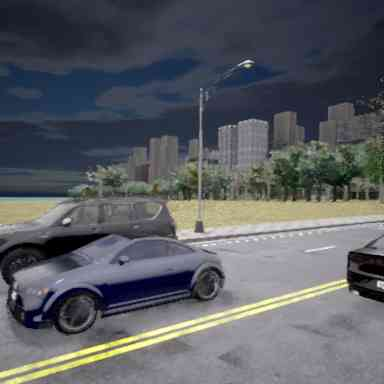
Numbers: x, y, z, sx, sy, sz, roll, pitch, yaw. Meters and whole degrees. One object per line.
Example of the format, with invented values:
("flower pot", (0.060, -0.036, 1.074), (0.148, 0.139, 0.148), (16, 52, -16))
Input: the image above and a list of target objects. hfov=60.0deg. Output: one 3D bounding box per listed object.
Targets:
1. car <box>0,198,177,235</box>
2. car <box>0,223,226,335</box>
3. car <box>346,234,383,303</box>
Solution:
("car", (-3.018, 1.202, 9.506), (5.566, 2.045, 2.150), (0, 0, -35))
("car", (-1.340, 1.551, 6.714), (4.181, 1.385, 1.994), (0, 0, -35))
("car", (5.381, 1.473, 7.216), (5.008, 1.535, 1.882), (0, 0, -35))
